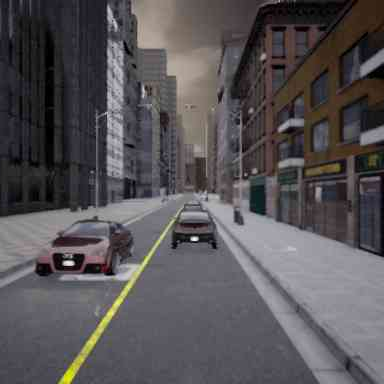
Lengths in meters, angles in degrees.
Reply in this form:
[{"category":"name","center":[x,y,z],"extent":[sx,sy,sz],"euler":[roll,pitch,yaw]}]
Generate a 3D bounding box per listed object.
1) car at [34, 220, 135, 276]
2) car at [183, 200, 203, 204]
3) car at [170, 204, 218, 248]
[{"category":"car","center":[-3.019,1.567,10.176],"extent":[1.994,1.385,4.181],"euler":[0,0,1]},{"category":"car","center":[0.090,1.545,33.176],"extent":[2.128,1.511,4.902],"euler":[0,0,0]},{"category":"car","center":[0.095,1.513,14.891],"extent":[1.837,1.490,4.892],"euler":[0,0,0]}]
